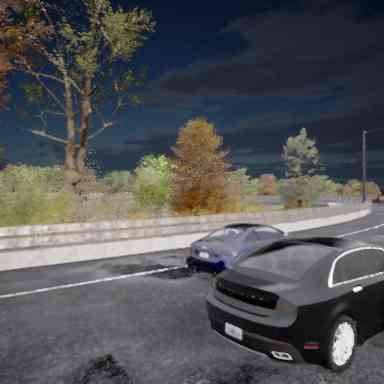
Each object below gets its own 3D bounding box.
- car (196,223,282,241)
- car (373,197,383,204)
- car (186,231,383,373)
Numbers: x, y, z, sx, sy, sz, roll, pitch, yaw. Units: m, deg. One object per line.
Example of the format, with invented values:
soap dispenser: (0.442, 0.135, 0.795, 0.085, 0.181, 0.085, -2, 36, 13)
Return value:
car: (1.871, 1.623, 9.958, 4.181, 1.385, 1.994, 0, 0, -39)
car: (37.085, 1.680, 65.199, 1.812, 1.442, 4.674, 0, 0, 12)
car: (2.445, 1.538, 5.749, 4.892, 1.490, 1.837, 0, 0, -38)
